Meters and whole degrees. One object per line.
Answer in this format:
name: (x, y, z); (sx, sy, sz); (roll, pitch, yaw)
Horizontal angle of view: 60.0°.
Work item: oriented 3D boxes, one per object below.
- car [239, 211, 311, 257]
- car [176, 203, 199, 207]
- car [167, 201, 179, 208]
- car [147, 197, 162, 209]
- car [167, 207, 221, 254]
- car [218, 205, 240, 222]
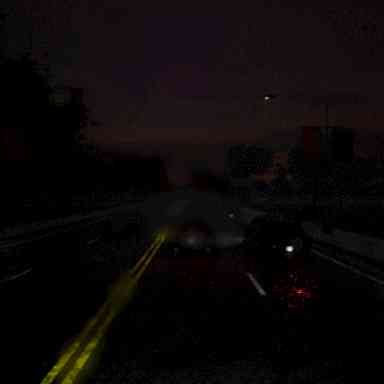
car: (3.275, 1.644, 13.499); (1.837, 1.490, 4.892); (0, 0, 0)
car: (0.018, 1.829, 27.520); (2.033, 1.411, 5.357); (0, -1, 1)
car: (-3.286, 2.205, 58.992); (1.895, 1.301, 4.718); (0, -1, 1)
car: (-6.536, 1.822, 58.646); (2.150, 2.045, 5.566); (0, -1, 1)
car: (0.031, 1.622, 14.230); (1.882, 1.535, 5.008); (0, 0, 0)
car: (3.282, 1.821, 28.908); (1.812, 1.442, 4.674); (0, 0, 0)
